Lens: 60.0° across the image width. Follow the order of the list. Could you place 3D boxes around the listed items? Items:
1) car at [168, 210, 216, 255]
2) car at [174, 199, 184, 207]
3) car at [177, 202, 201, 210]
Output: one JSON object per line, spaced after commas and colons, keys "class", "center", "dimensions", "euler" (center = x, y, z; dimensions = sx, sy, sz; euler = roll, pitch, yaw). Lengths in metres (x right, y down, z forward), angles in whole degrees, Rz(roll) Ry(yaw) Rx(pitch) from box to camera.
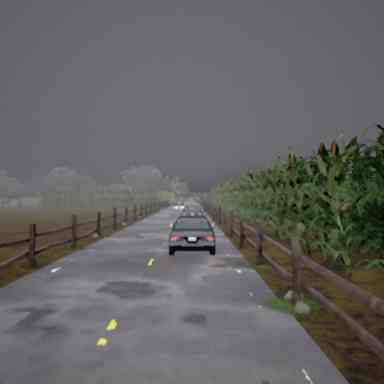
{"class": "car", "center": [0.008, 1.691, 13.990], "dimensions": [2.033, 1.411, 5.357], "euler": [0, -1, 0]}
{"class": "car", "center": [-2.711, 2.340, 70.981], "dimensions": [2.128, 1.511, 4.902], "euler": [0, -1, 0]}
{"class": "car", "center": [0.017, 1.859, 28.990], "dimensions": [2.033, 1.411, 5.357], "euler": [0, -1, 0]}
